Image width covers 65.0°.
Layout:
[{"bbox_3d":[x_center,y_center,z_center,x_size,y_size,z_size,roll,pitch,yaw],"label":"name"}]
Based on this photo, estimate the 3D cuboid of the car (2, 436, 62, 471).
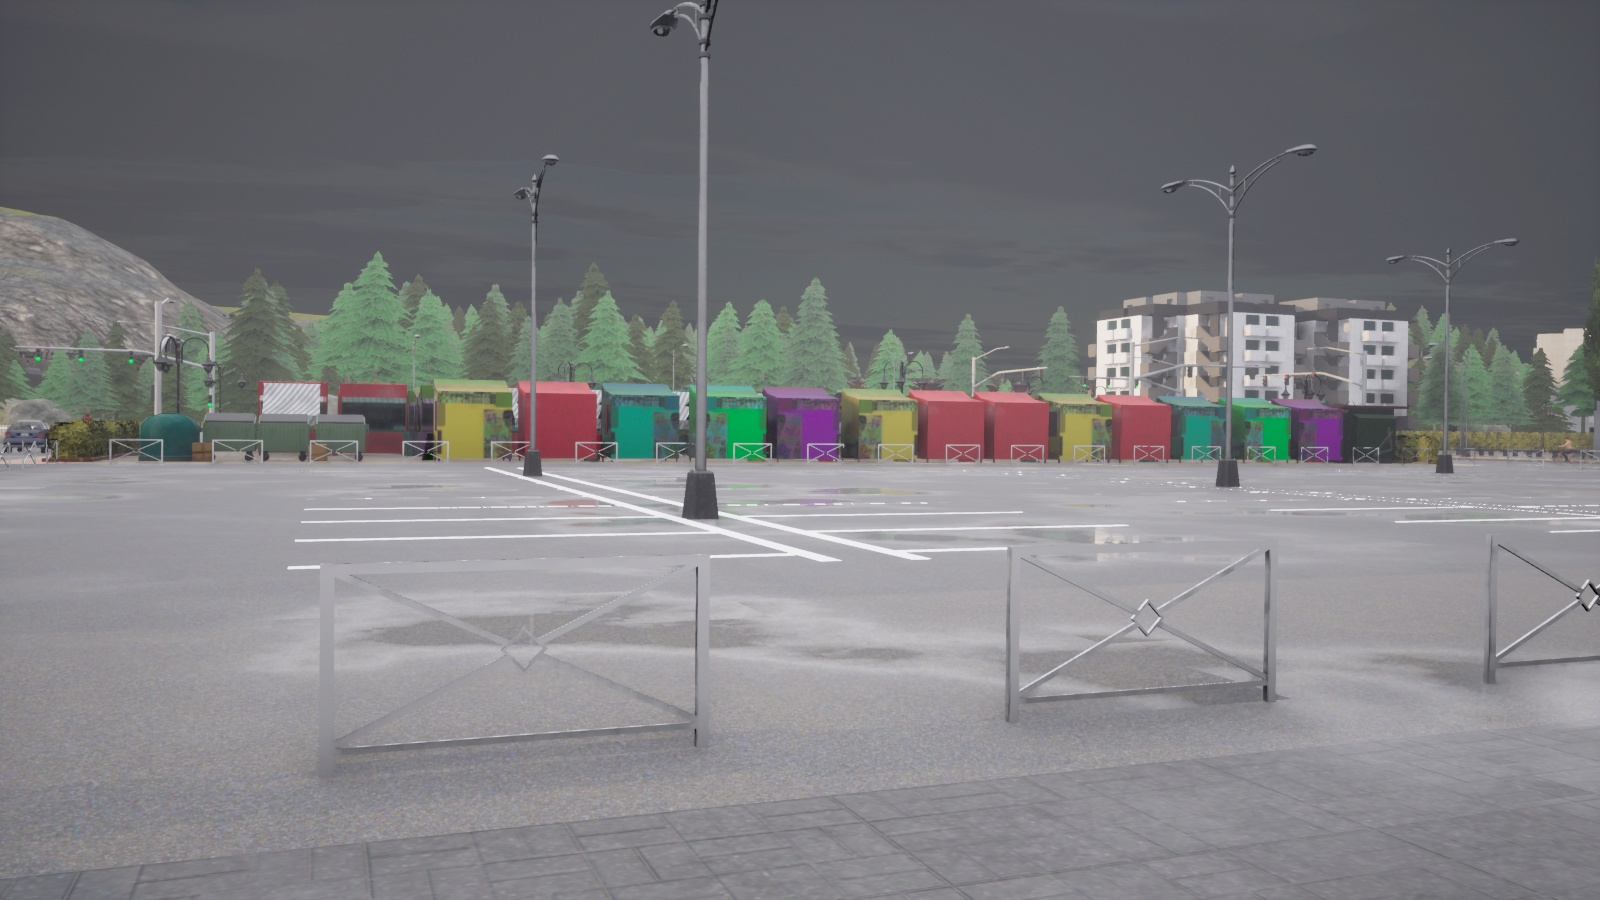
[{"bbox_3d":[-36.432,0.144,59.647,1.789,1.549,3.705,-1,1,-21],"label":"car"}]
